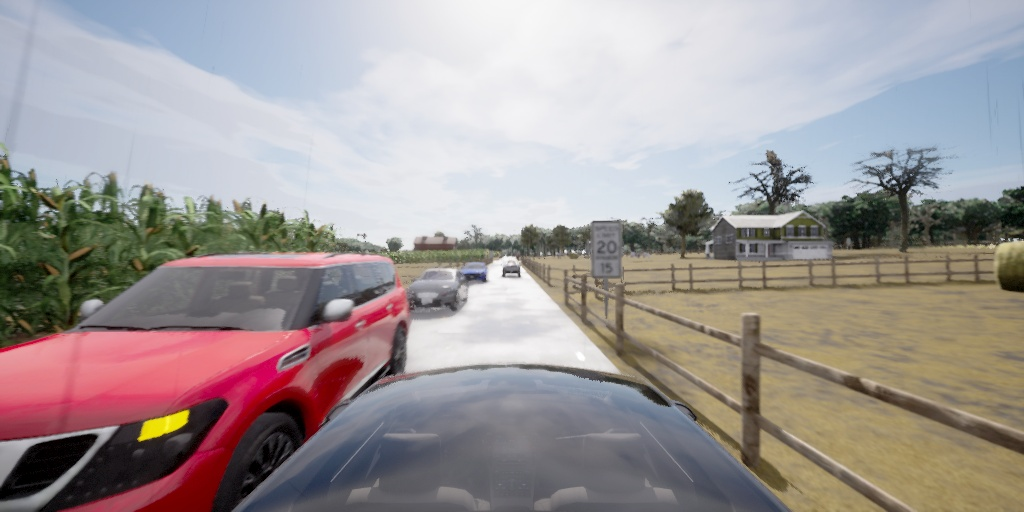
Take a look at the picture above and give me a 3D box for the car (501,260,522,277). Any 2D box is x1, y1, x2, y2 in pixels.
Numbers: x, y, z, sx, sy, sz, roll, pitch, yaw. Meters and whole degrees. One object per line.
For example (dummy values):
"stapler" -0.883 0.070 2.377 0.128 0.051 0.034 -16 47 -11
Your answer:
"car" -0.039 1.279 36.799 2.128 1.511 4.902 0 0 0

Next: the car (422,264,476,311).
"car" -2.863 1.254 14.551 2.128 1.511 4.902 0 0 0

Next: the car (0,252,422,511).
"car" -2.757 0.967 4.130 2.150 2.045 5.566 0 0 -2

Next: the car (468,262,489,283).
"car" -2.867 1.254 28.384 1.882 1.535 5.008 0 0 0
